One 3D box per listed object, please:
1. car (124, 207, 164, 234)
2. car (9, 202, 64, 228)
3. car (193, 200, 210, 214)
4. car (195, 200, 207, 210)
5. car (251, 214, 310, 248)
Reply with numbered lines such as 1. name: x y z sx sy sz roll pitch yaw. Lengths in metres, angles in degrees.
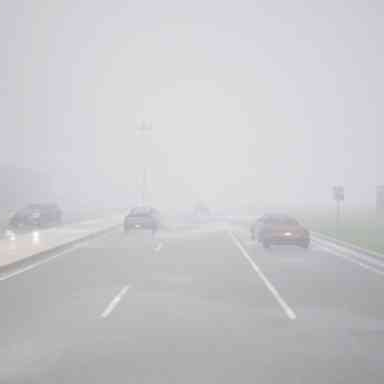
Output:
1. car: -2.890 1.668 20.563 2.128 1.511 4.902 0 0 2
2. car: -10.984 1.549 23.773 2.097 1.767 4.553 0 0 2
3. car: 1.126 1.870 39.536 1.812 1.442 4.674 0 -1 1
4. car: 1.343 1.970 51.030 1.812 1.442 4.674 0 0 2
5. car: 3.981 1.704 15.564 1.994 1.385 4.181 0 0 1
